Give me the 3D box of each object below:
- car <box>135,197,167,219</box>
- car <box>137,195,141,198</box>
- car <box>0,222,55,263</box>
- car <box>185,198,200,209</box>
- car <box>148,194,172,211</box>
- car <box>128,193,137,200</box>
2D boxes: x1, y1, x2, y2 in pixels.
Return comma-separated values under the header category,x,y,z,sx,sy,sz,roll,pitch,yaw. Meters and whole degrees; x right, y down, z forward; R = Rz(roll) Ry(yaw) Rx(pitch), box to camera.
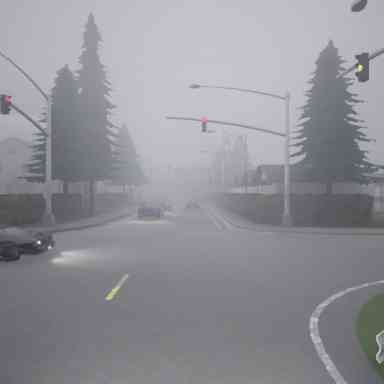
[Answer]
category,x,y,z,sx,sy,sz,roll,pitch,yaw
car,-3.586,1.477,29.665,1.882,1.535,5.008,0,0,0
car,-16.176,1.360,87.590,3.806,1.475,1.970,0,0,-1
car,-7.562,1.535,11.115,5.357,1.411,2.033,0,0,-8
car,0.105,1.547,45.104,2.033,1.411,5.357,0,0,0
car,-3.580,1.352,39.820,2.097,1.767,4.553,0,0,0
car,-16.768,1.076,84.262,3.866,1.878,1.905,0,0,-1
